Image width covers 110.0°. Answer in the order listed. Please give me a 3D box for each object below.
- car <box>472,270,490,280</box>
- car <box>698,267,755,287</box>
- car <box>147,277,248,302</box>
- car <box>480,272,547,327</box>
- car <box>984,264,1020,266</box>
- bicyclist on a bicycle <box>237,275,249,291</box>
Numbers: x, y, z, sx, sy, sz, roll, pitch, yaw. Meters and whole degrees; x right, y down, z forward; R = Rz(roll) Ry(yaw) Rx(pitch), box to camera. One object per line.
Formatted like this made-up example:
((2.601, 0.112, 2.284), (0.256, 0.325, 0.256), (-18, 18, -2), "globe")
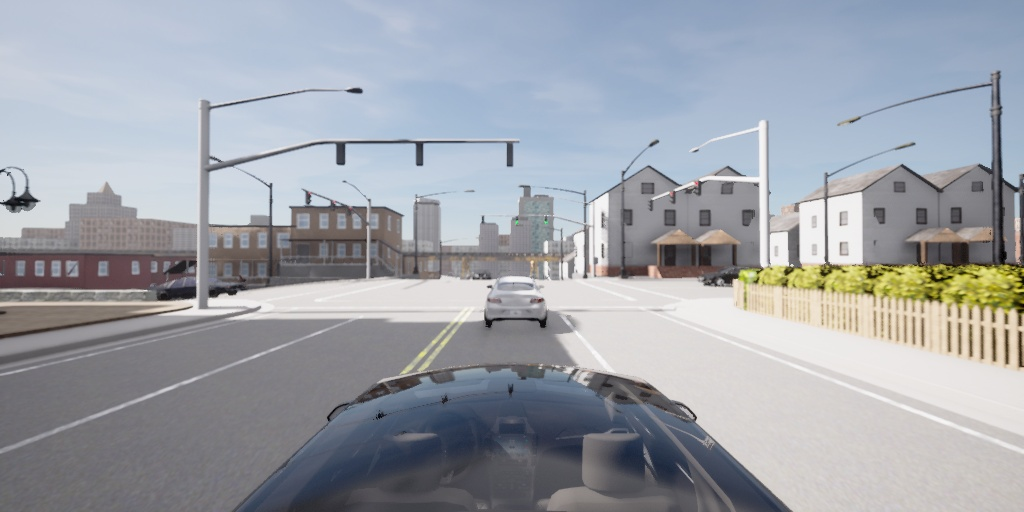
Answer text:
((-3.553, 2.647, 43.679), (2.150, 2.045, 5.566), (0, -9, 0), "car")
((16.773, 1.551, 27.275), (4.892, 1.490, 1.837), (0, -1, -1), "car")
((-20.301, 2.066, 23.120), (5.357, 1.411, 2.033), (-5, -1, -1), "car")
((0.125, 1.394, 11.937), (1.812, 1.442, 4.674), (0, -1, 1), "car")
((36.906, 1.402, 27.507), (4.553, 1.767, 2.097), (0, -1, -1), "car")
((-25.594, 2.585, 34.000), (0.582, 1.620, 1.656), (-8, 0, 0), "bicyclist on a bicycle")
